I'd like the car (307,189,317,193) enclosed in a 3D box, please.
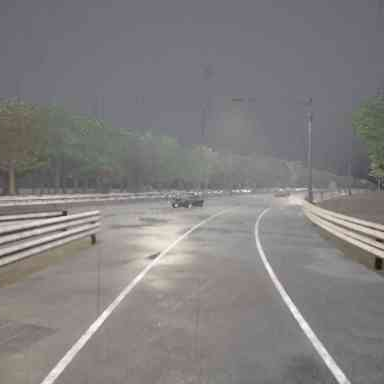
[{"bbox_3d":[32.037,-0.117,88.529,2.033,1.411,5.357,1,1,31],"label":"car"}]

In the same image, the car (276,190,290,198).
[{"bbox_3d":[17.643,0.365,64.353,1.994,1.385,4.181,1,2,31],"label":"car"}]

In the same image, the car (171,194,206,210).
[{"bbox_3d":[-0.259,0.982,34.124,1.837,1.490,4.892,1,2,31],"label":"car"}]
